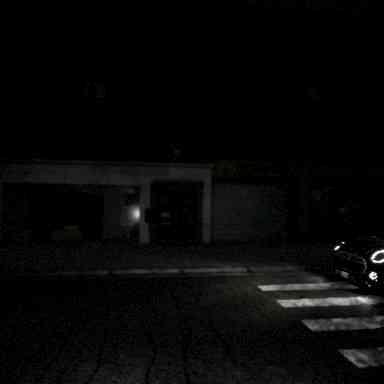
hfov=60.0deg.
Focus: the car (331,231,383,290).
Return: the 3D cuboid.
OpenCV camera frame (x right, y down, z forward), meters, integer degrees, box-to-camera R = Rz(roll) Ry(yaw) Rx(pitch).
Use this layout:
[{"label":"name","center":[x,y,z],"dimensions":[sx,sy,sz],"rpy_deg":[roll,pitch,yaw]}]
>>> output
[{"label":"car","center":[6.072,1.517,8.695],"dimensions":[4.553,1.767,2.097],"rpy_deg":[1,-1,-8]}]
